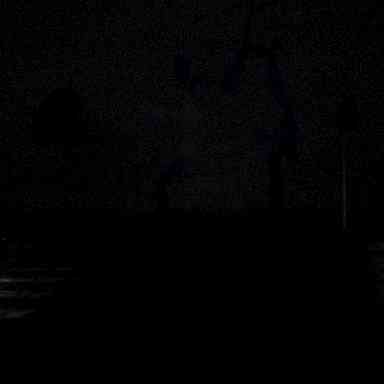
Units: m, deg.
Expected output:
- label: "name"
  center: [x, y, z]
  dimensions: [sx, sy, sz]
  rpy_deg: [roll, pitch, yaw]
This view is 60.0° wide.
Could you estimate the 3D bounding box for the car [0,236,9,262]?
- label: "car"
  center: [-7.756, 1.633, 9.749]
  dimensions: [4.181, 1.385, 1.994]
  rpy_deg: [-1, 0, 1]
